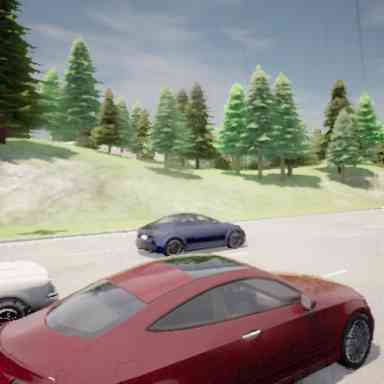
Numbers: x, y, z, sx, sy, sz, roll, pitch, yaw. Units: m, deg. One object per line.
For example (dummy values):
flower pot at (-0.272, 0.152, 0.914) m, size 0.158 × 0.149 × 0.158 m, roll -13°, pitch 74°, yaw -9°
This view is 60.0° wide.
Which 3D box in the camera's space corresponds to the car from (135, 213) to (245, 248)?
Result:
car at (0.012, 1.464, 12.354) m, size 4.181 × 1.385 × 1.994 m, roll -1°, pitch 1°, yaw -36°

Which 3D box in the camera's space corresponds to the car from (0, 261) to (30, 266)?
car at (-4.539, 1.616, 4.809) m, size 4.718 × 1.301 × 1.895 m, roll -1°, pitch 1°, yaw -35°

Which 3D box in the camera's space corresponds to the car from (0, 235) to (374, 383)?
car at (0.267, 1.492, 3.938) m, size 4.674 × 1.442 × 1.812 m, roll -1°, pitch 1°, yaw -36°
